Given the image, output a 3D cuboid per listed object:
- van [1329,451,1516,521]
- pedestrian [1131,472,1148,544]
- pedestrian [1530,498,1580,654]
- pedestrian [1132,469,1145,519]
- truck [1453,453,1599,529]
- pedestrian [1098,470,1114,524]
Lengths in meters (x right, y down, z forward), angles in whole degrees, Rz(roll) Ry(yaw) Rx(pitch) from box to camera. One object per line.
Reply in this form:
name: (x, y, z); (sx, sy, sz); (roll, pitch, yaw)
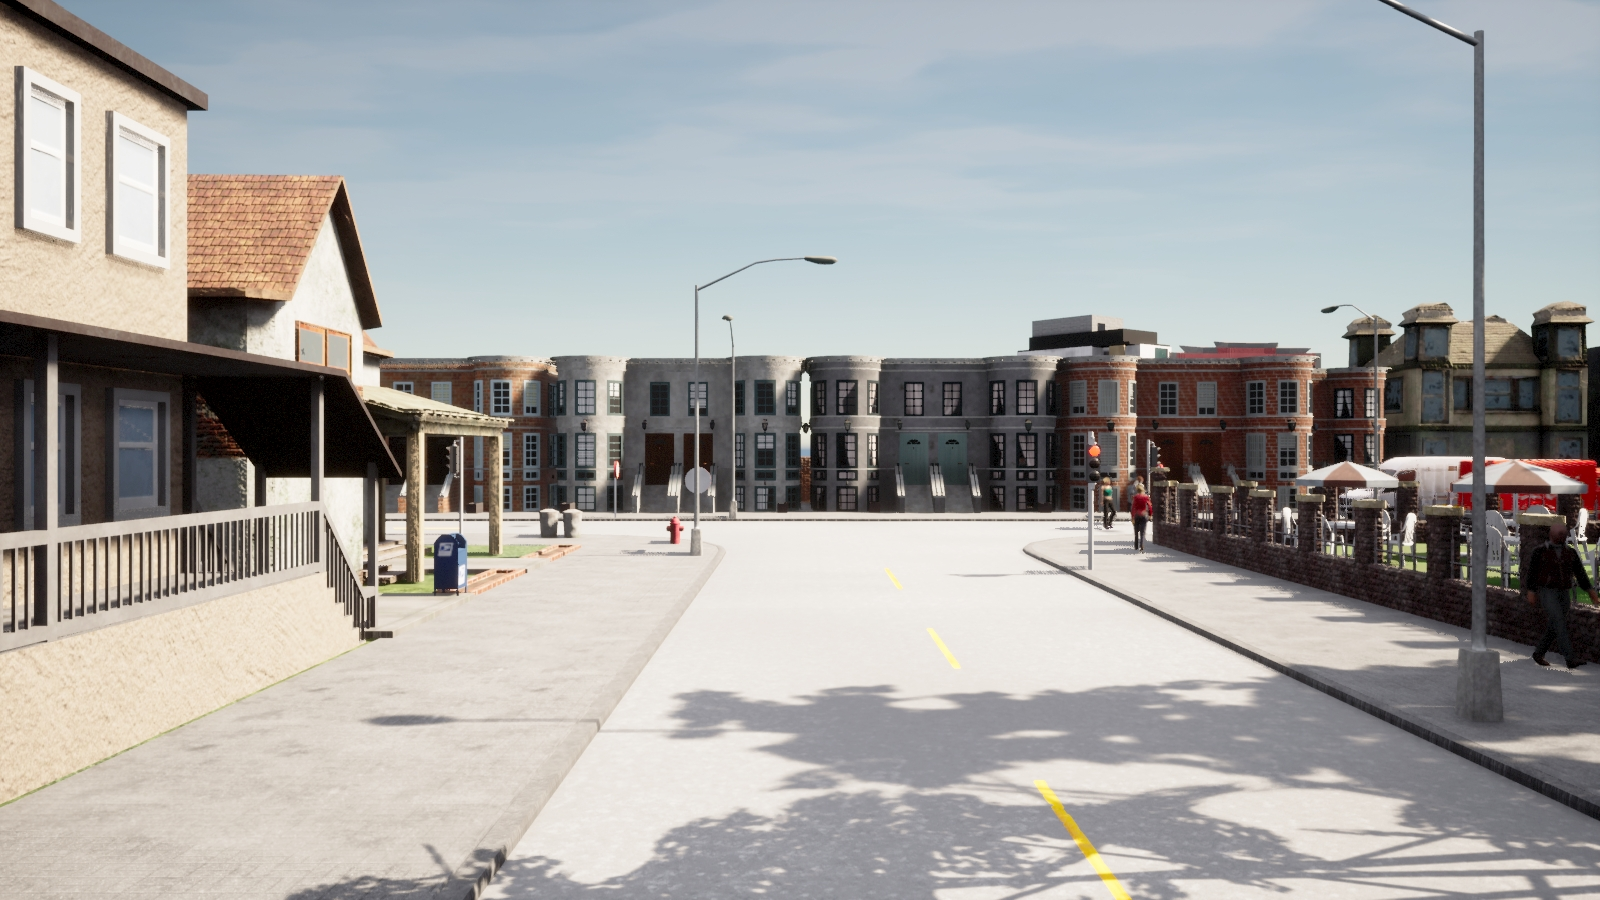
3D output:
van: (23.201, 1.315, 42.744); (5.915, 2.561, 1.988); (0, 0, 0)
pedestrian: (8.905, 1.516, 29.943); (0.375, 1.860, 0.375); (0, 0, 8)
pedestrian: (9.198, 1.523, 13.926); (0.375, 1.860, 0.375); (0, 0, 3)
pedestrian: (12.649, 1.629, 42.716); (0.375, 1.860, 0.375); (0, 0, -5)
truck: (25.533, 1.346, 38.770); (5.204, 2.467, 2.627); (0, 0, 1)
pedestrian: (10.672, 1.629, 39.840); (0.375, 1.860, 0.375); (0, 0, -19)
